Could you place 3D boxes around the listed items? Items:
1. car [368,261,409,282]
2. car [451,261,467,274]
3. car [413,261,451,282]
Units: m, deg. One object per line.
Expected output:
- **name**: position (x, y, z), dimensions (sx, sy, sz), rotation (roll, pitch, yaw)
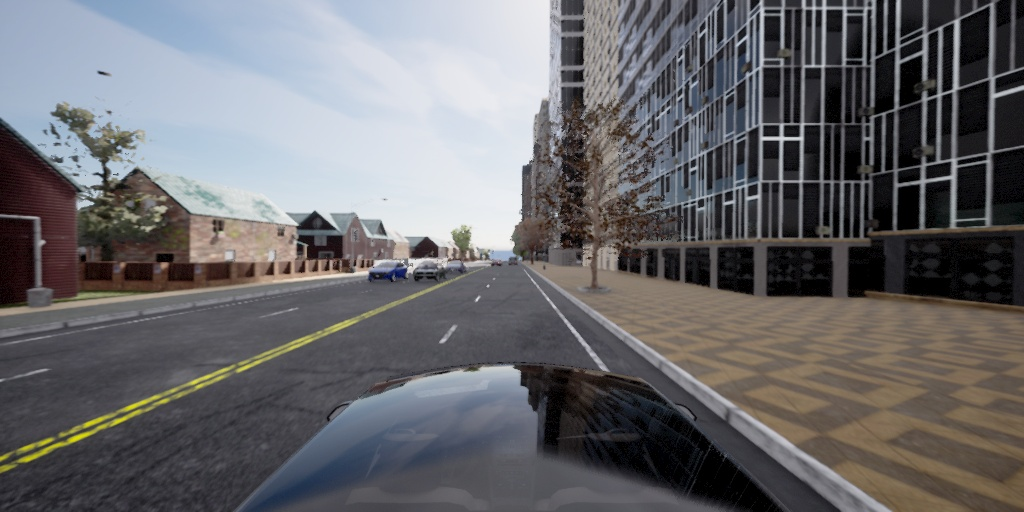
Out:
- **car**: position (-9.702, 1.196, 28.432), dimensions (1.882, 1.535, 5.008), rotation (0, 0, 1)
- **car**: position (-6.422, 1.257, 41.274), dimensions (1.812, 1.442, 4.674), rotation (0, 0, 1)
- **car**: position (-6.447, 1.324, 28.734), dimensions (1.895, 1.301, 4.718), rotation (0, 0, 0)
